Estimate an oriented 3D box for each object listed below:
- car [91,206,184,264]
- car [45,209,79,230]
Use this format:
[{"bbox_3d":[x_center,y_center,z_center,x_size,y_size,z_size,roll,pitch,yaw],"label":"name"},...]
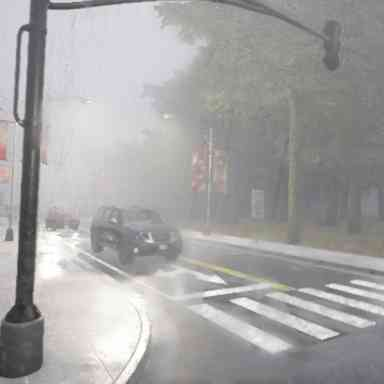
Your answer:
[{"bbox_3d":[-2.504,1.624,13.861,2.150,2.045,5.566,3,-3,-33],"label":"car"},{"bbox_3d":[-10.534,2.320,26.832,1.895,1.301,4.718,3,-3,-32],"label":"car"}]
